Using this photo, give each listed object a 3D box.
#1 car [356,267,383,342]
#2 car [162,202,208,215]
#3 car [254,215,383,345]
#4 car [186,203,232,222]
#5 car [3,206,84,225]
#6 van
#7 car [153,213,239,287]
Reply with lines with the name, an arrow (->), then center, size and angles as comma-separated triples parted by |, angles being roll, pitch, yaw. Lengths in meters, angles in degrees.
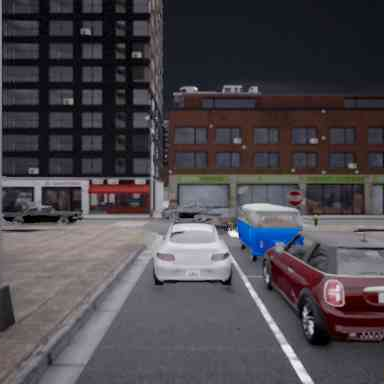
car -> 2.641, 1.526, 1.091 | 1.752, 1.417, 4.829 | 0, 0, 0
car -> 0.159, 1.496, 25.282 | 4.902, 1.511, 2.128 | 0, 0, 0
car -> 2.632, 1.444, 6.395 | 1.967, 1.590, 4.097 | 0, 0, 0
car -> 2.203, 1.535, 19.954 | 2.033, 1.411, 5.357 | 0, 0, 36
car -> -9.828, 1.590, 22.327 | 4.718, 1.301, 1.895 | 0, 0, 0
van -> 2.622, 1.348, 11.870 | 1.690, 1.788, 3.998 | 0, 0, 0
car -> 0.005, 1.531, 9.242 | 1.812, 1.442, 4.674 | 0, 0, 0
